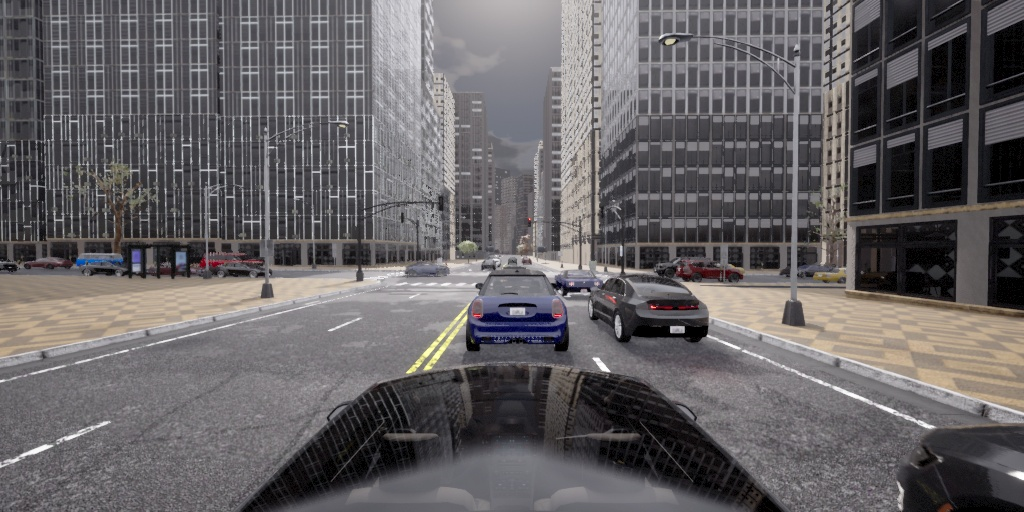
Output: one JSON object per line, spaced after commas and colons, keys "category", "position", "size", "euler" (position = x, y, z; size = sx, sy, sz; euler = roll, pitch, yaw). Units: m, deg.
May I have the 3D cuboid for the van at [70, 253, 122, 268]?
{"category": "van", "position": [-45.223, 0.605, 39.308], "size": [3.998, 1.789, 1.690], "euler": [0, 0, 1]}

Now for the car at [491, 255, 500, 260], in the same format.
{"category": "car", "position": [-3.218, 0.925, 61.957], "size": [2.150, 2.045, 5.566], "euler": [0, 0, 1]}

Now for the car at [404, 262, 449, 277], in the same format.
{"category": "car", "position": [-8.051, 1.239, 34.077], "size": [4.181, 1.385, 1.994], "euler": [0, 1, -15]}

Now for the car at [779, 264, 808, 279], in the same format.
{"category": "car", "position": [29.474, 1.524, 35.235], "size": [5.357, 1.411, 2.033], "euler": [1, 1, 1]}

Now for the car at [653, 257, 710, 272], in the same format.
{"category": "car", "position": [16.986, 1.089, 35.467], "size": [5.566, 2.045, 2.150], "euler": [1, 1, 1]}

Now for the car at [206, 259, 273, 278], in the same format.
{"category": "car", "position": [-22.683, 1.174, 30.302], "size": [4.313, 1.339, 1.948], "euler": [0, 0, 1]}

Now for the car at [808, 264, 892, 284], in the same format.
{"category": "car", "position": [27.689, 1.579, 29.491], "size": [4.829, 1.417, 1.751], "euler": [0, 0, 1]}

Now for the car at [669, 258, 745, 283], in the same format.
{"category": "car", "position": [16.241, 1.269, 29.707], "size": [5.009, 1.841, 2.192], "euler": [0, 0, 1]}

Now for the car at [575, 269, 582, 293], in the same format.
{"category": "car", "position": [3.380, 1.341, 19.027], "size": [1.895, 1.301, 4.718], "euler": [0, 0, 0]}

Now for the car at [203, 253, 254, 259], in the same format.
{"category": "car", "position": [-25.509, 0.759, 33.066], "size": [5.566, 2.045, 2.150], "euler": [1, 1, 1]}

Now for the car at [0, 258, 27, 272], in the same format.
{"category": "car", "position": [-49.354, 0.826, 33.652], "size": [4.892, 1.490, 1.837], "euler": [0, 1, 2]}

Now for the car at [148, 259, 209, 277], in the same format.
{"category": "car", "position": [-28.367, 1.138, 30.445], "size": [4.207, 1.307, 1.802], "euler": [0, 0, 1]}

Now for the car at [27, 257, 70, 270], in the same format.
{"category": "car", "position": [-50.905, 0.793, 39.433], "size": [4.207, 1.307, 1.802], "euler": [0, 0, 1]}

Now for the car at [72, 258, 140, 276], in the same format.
{"category": "car", "position": [-34.047, 1.069, 30.628], "size": [4.313, 1.339, 1.948], "euler": [0, 0, 1]}

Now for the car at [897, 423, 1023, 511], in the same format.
{"category": "car", "position": [3.344, 1.256, 0.189], "size": [1.837, 1.490, 4.892], "euler": [0, 0, 0]}

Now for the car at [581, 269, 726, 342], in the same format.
{"category": "car", "position": [3.363, 1.251, 9.717], "size": [1.837, 1.490, 4.892], "euler": [0, 0, 0]}

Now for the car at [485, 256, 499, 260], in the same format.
{"category": "car", "position": [-3.260, 1.192, 50.645], "size": [1.882, 1.535, 5.008], "euler": [0, 0, 0]}

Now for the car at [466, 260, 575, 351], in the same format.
{"category": "car", "position": [0.112, 1.098, 9.111], "size": [2.097, 1.767, 4.553], "euler": [0, 0, 0]}
